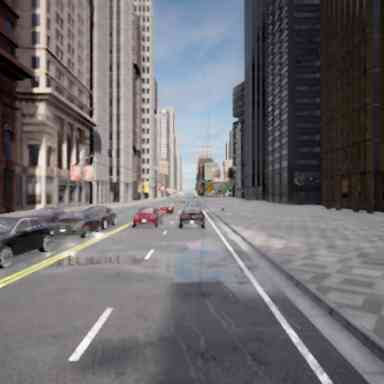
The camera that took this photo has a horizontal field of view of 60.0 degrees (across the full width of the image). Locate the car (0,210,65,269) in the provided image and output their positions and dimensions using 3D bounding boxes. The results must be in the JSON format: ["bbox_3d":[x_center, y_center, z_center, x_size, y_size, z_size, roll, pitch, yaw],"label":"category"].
[{"bbox_3d":[-6.590,1.618,11.751,2.128,1.511,4.902,0,-1,0],"label":"car"}]

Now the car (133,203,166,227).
[{"bbox_3d":[-3.232,1.790,24.838,1.812,1.442,4.674,0,0,0],"label":"car"}]

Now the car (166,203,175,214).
[{"bbox_3d":[-3.180,2.028,41.212,1.895,1.301,4.718,0,-1,0],"label":"car"}]

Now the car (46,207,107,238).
[{"bbox_3d":[-6.500,1.765,18.734,1.994,1.385,4.181,0,-1,0],"label":"car"}]

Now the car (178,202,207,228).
[{"bbox_3d":[0.022,1.770,24.748,1.837,1.490,4.892,0,0,1],"label":"car"}]

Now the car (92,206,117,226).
[{"bbox_3d":[-6.548,1.753,23.279,1.837,1.490,4.892,0,-1,0],"label":"car"}]

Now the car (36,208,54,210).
[{"bbox_3d":[-9.802,1.789,22.578,2.033,1.411,5.357,0,-1,0],"label":"car"}]
